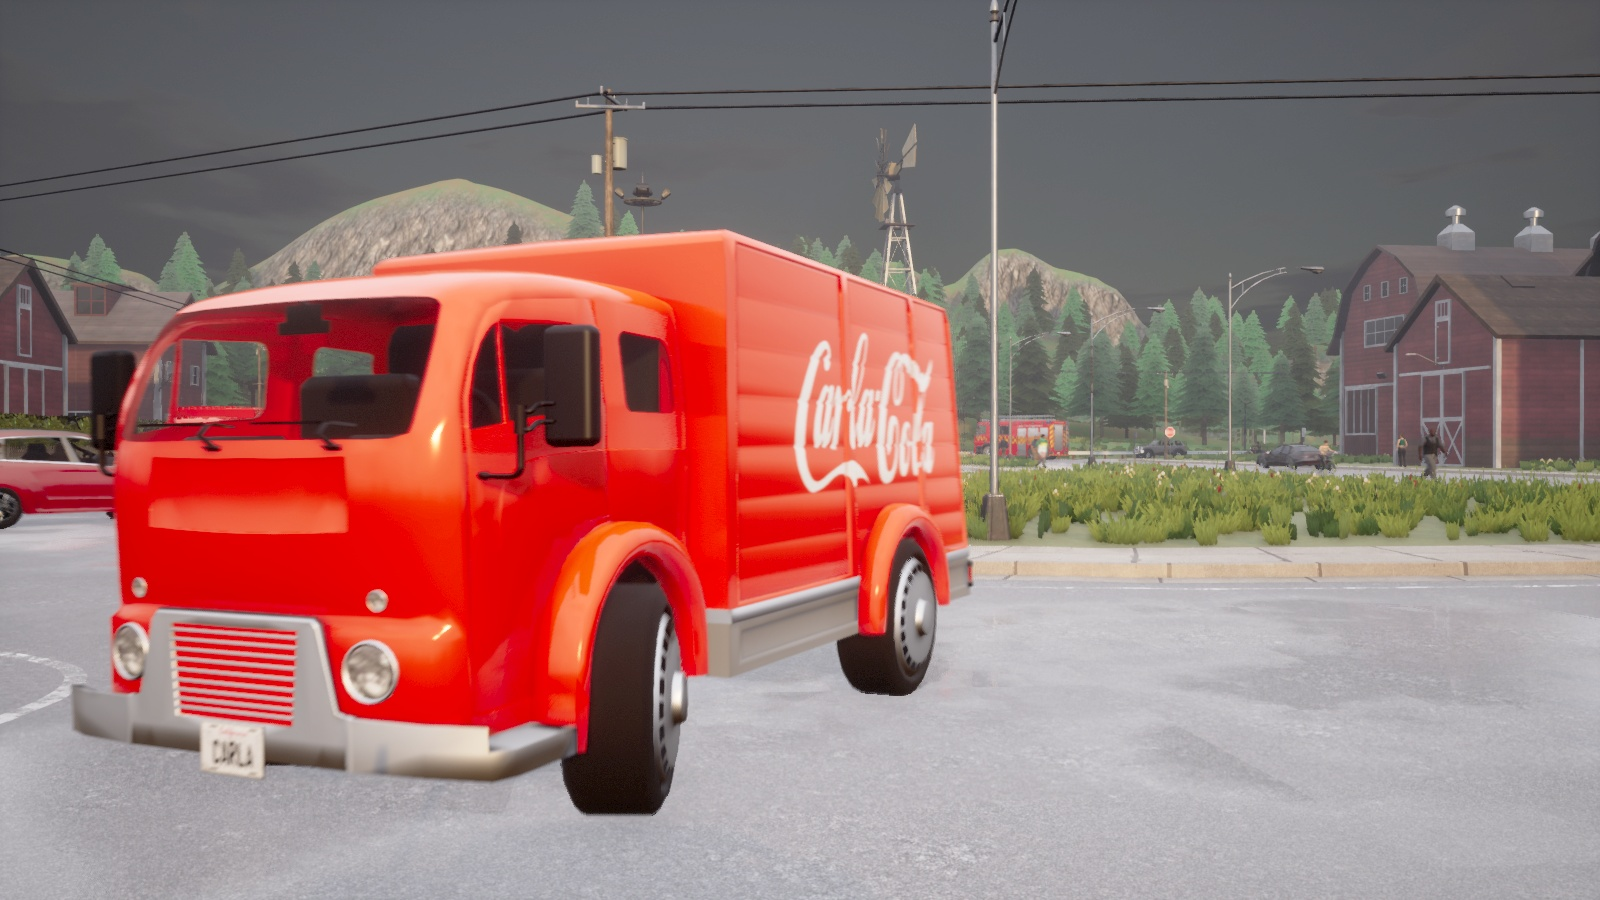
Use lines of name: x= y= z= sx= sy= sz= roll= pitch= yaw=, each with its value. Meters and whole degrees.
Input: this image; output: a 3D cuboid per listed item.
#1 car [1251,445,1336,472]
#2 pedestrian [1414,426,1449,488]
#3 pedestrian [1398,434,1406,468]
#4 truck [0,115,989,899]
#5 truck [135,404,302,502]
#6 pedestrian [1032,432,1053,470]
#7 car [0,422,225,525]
car: x=27.208 y=0.424 z=69.423 sx=2.033 sy=1.411 sz=5.357 roll=0 pitch=0 yaw=-8
pedestrian: x=19.387 y=0.200 z=38.574 sx=0.563 sy=1.883 sz=0.849 roll=0 pitch=0 yaw=-8
pedestrian: x=32.593 y=0.043 z=67.996 sx=0.345 sy=1.836 sz=0.594 roll=0 pitch=0 yaw=17
truck: x=-0.958 y=0.207 z=6.707 sx=2.627 sy=2.467 sz=5.204 roll=0 pitch=0 yaw=23
truck: x=-15.615 y=0.051 z=34.096 sx=2.627 sy=2.467 sz=5.204 roll=0 pitch=1 yaw=-7
pedestrian: x=12.475 y=0.053 z=64.557 sx=0.659 sy=1.952 sz=0.873 roll=0 pitch=0 yaw=-29
car: x=-13.017 y=0.382 z=22.282 sx=2.242 sy=1.667 sz=4.611 roll=0 pitch=0 yaw=34
